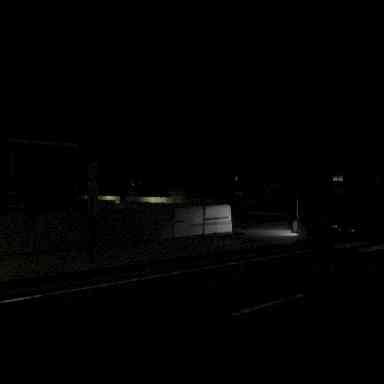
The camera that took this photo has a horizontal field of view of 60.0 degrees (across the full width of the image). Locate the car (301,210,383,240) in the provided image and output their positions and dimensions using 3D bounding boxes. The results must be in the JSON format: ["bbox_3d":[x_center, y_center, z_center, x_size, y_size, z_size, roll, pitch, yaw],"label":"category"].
[{"bbox_3d":[8.053,1.552,15.855,5.357,1.411,2.033,0,0,22],"label":"car"}]
